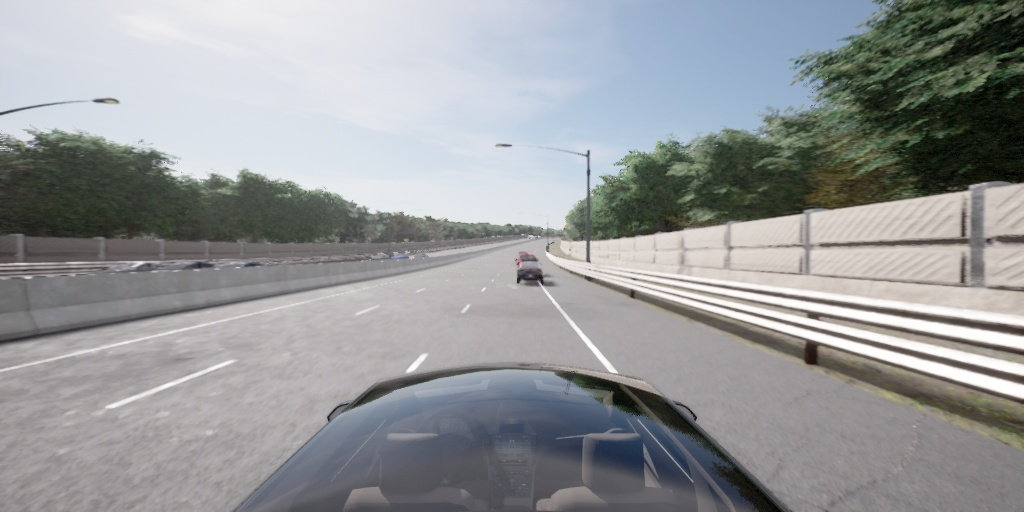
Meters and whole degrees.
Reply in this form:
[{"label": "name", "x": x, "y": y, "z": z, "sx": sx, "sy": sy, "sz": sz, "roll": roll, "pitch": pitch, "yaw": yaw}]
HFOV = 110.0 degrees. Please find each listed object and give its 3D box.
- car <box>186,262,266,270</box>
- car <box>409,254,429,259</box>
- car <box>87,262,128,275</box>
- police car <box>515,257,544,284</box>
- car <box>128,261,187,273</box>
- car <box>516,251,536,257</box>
[{"label": "car", "x": -17.414, "y": 1.136, "z": 22.820, "sx": 1.837, "sy": 1.490, "sz": 4.892, "roll": 0, "pitch": 0, "yaw": 1}, {"label": "car", "x": -16.010, "y": 0.375, "z": 62.962, "sx": 1.837, "sy": 1.490, "sz": 4.892, "roll": 0, "pitch": 2, "yaw": 3}, {"label": "car", "x": -24.399, "y": 1.100, "z": 23.364, "sx": 2.128, "sy": 1.511, "sz": 4.902, "roll": 0, "pitch": 0, "yaw": 1}, {"label": "police car", "x": 1.269, "y": 1.094, "z": 26.285, "sx": 1.930, "sy": 1.638, "sz": 5.238, "roll": 0, "pitch": 0, "yaw": 1}, {"label": "car", "x": -20.909, "y": 1.126, "z": 22.973, "sx": 1.837, "sy": 1.490, "sz": 4.892, "roll": 0, "pitch": 0, "yaw": 1}, {"label": "car", "x": 1.504, "y": 0.816, "z": 36.084, "sx": 2.150, "sy": 2.045, "sz": 5.566, "roll": 0, "pitch": 1, "yaw": 2}]
